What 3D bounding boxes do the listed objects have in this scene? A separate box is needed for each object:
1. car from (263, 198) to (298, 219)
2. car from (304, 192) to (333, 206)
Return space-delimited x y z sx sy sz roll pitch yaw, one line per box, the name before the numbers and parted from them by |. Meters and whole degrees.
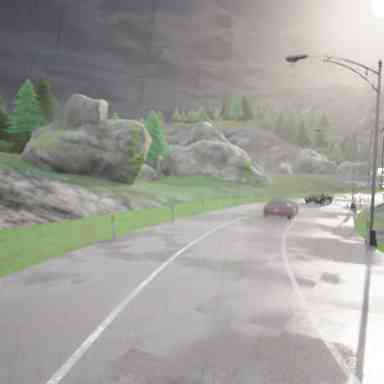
car | 6.653 1.123 24.703 1.994 1.385 4.181 3 3 25
car | 14.134 0.709 36.833 1.895 1.301 4.718 4 5 38
